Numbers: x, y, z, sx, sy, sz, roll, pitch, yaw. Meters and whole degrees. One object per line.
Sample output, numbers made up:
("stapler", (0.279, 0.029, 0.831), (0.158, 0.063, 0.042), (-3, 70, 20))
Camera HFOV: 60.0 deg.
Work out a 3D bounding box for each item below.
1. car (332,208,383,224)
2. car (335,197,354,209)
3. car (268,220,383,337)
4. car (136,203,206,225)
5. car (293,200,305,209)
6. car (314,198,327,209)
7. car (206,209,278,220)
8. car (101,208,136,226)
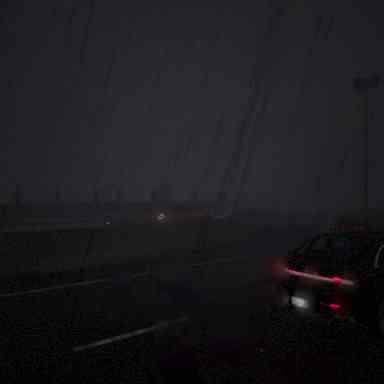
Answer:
("car", (8.223, 1.707, 15.800), (4.892, 1.490, 1.837), (1, -1, -45))
("car", (25.244, 1.909, 55.684), (2.150, 2.045, 5.566), (0, -1, 20))
("car", (3.611, 1.580, 6.860), (4.902, 1.511, 2.128), (1, -1, -39))
("car", (-0.984, 1.547, 21.757), (4.553, 1.767, 2.097), (1, -1, -44))
("car", (19.023, 2.170, 59.019), (2.128, 1.511, 4.902), (0, -1, 20))
("car", (21.686, 2.232, 56.269), (1.994, 1.385, 4.181), (0, -1, 21))
("car", (3.608, 1.769, 21.256), (2.033, 1.411, 5.357), (0, -1, 44))
("car", (-3.963, 1.794, 23.655), (4.718, 1.301, 1.895), (1, -1, -43))
